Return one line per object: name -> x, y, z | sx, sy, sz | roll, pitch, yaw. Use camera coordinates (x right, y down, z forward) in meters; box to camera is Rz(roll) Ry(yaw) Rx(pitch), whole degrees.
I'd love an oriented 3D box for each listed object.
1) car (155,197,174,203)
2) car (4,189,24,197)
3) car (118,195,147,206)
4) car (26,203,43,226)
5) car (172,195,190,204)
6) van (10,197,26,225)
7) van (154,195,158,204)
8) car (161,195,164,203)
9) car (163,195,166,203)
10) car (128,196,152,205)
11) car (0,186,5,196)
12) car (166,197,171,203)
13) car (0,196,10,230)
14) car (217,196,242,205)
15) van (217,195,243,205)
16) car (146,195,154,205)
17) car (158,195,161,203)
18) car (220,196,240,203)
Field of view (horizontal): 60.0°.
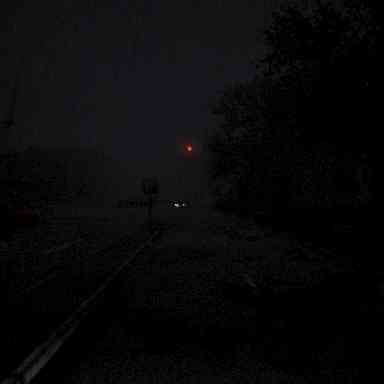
car -> -7.578, 2.139, 92.396 | 5.008, 1.535, 2.097 | -1, -1, -12
car -> -28.163, 0.612, 53.358 | 2.002, 1.452, 4.674 | 6, -3, -19
car -> -11.443, 1.915, 62.478 | 4.792, 1.488, 2.163 | -1, 0, -15
car -> -13.627, 1.624, 24.673 | 4.553, 1.767, 2.185 | -1, 0, -19
car -> -2.348, 1.807, 72.995 | 2.097, 1.767, 4.553 | 0, -1, 6
van -> -13.602, 1.491, 21.696 | 4.442, 1.987, 1.878 | -1, -1, -19
van -> -10.239, 1.730, 71.464 | 4.442, 1.987, 1.878 | -1, -1, -14
car -> -9.638, 2.049, 77.428 | 4.674, 1.452, 2.002 | -1, 0, -13
car -> -9.266, 2.075, 80.429 | 4.674, 1.452, 2.002 | -1, -1, -13
car -> -10.704, 1.805, 68.423 | 4.553, 1.767, 2.185 | -1, -1, -14
car -> -31.158, 0.050, 53.423 | 2.435, 2.045, 5.566 | 6, -3, -19
car -> -8.450, 2.127, 86.411 | 4.674, 1.452, 2.002 | -1, 0, -12
car -> -13.718, 1.434, 18.660 | 5.566, 2.045, 2.435 | -1, -1, -20
car -> 7.669, 1.748, 68.043 | 4.553, 1.767, 2.185 | 1, -1, -14
van -> 7.285, 1.622, 65.074 | 4.442, 1.987, 1.878 | 1, 0, -14
car -> -10.798, 1.898, 65.470 | 5.366, 1.575, 1.946 | -1, -1, -15
car -> -10.011, 1.984, 74.433 | 4.892, 1.521, 2.231 | -1, -1, -14
car -> 9.460, 1.866, 82.742 | 4.553, 1.767, 2.185 | 1, -1, -12
